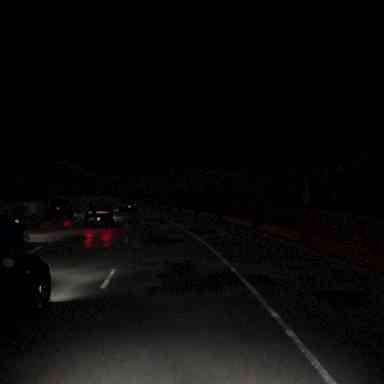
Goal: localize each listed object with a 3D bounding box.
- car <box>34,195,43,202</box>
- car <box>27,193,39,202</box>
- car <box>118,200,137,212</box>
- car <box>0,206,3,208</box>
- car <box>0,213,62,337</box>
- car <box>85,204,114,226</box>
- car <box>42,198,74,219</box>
[{"bbox_3d":[-32.241,1.900,72.080,1.895,1.301,4.718,0,0,-17],"label":"car"},{"bbox_3d":[-38.777,1.330,81.392,2.150,2.045,5.566,0,0,-17],"label":"car"},{"bbox_3d":[-7.947,1.717,41.083,1.994,1.385,4.181,0,0,-17],"label":"car"},{"bbox_3d":[-8.055,1.538,12.953,1.882,1.535,5.008,0,0,-8],"label":"car"},{"bbox_3d":[-3.722,1.376,4.617,2.097,1.767,4.553,0,0,-2],"label":"car"},{"bbox_3d":[-6.729,1.587,24.262,2.128,1.511,4.902,0,0,-14],"label":"car"},{"bbox_3d":[-12.146,1.480,30.741,2.097,1.767,4.553,0,0,-16],"label":"car"}]
